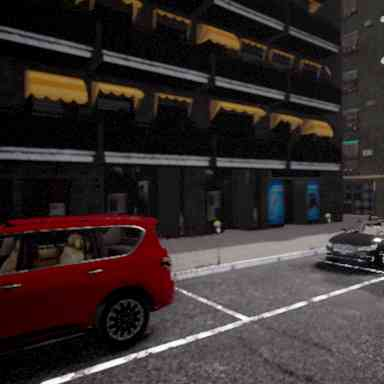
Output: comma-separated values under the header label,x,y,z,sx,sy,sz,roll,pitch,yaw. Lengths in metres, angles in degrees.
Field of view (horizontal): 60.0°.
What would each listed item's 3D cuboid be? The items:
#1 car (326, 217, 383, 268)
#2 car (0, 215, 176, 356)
label,x,y,z,sx,sy,sz,roll,pitch,yaw
car,6.214,1.539,11.008,4.403,1.369,2.008,0,-1,-35
car,-2.593,1.314,4.732,5.009,1.841,2.192,0,-1,-35
